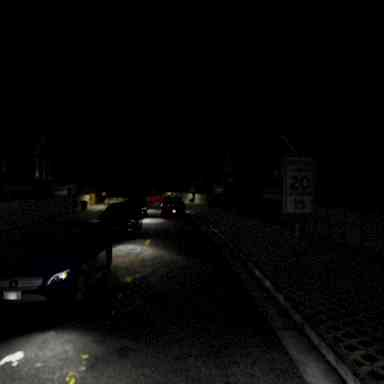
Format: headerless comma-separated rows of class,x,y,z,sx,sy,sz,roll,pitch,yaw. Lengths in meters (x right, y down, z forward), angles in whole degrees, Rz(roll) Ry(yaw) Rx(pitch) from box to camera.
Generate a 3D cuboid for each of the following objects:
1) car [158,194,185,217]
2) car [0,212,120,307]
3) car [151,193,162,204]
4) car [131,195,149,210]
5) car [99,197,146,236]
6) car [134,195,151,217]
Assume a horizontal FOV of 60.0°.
car,-1.612,1.171,27.563,1.837,1.490,4.892,0,1,-6
car,-3.087,1.432,7.864,1.812,1.442,4.674,0,1,-2
car,-5.394,0.860,50.944,2.097,1.767,4.553,0,0,-12
car,-5.833,1.084,37.383,1.837,1.490,4.892,0,0,-8
car,-3.593,1.268,17.115,1.882,1.535,5.008,0,1,-4
car,-4.520,1.176,27.076,1.837,1.490,4.892,0,1,-7
